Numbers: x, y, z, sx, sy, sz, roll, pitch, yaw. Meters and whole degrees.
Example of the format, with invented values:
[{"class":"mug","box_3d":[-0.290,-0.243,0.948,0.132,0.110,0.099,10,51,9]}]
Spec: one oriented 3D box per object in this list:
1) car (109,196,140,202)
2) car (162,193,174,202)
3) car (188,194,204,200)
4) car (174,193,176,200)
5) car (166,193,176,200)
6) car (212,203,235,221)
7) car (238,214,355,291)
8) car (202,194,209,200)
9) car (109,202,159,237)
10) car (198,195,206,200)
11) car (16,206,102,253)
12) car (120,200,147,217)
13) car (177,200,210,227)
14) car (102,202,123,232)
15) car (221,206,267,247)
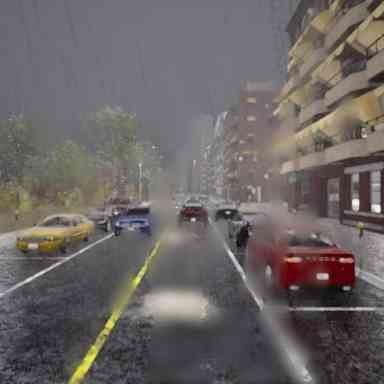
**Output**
[{"class":"car","box_3d":[-5.306,1.241,25.001,2.192,1.841,5.009,1,0,0]},{"class":"car","box_3d":[-5.311,1.360,68.771,1.887,1.381,4.507,1,0,0]},{"class":"car","box_3d":[0.097,1.353,36.303,1.801,1.575,5.366,0,0,0]},{"class":"car","box_3d":[-5.309,1.106,80.122,2.192,1.841,5.009,1,0,0]},{"class":"car","box_3d":[-5.309,1.094,85.799,2.192,1.841,5.009,1,0,0]},{"class":"car","box_3d":[2.571,1.490,25.758,1.947,1.339,4.313,1,0,0]},{"class":"car","box_3d":[2.572,1.518,8.776,1.887,1.381,4.507,1,0,0]},{"class":"car","box_3d":[2.569,1.364,69.575,2.008,1.369,4.403,1,0,0]},{"class":"car","box_3d":[-2.844,1.472,17.794,1.812,1.442,4.674,0,0,0]},{"class":"car","box_3d":[2.568,1.359,86.624,1.802,1.307,4.206,1,0,0]},{"class":"car","box_3d":[-5.308,1.484,13.523,1.752,1.417,4.829,1,0,0]},{"class":"car","box_3d":[-5.309,1.493,30.656,1.802,1.307,4.206,1,0,0]},{"class":"car","box_3d":[0.095,1.434,21.912,1.837,1.490,4.892,0,-1,0]},{"class":"car","box_3d":[-5.309,1.493,19.348,2.008,1.369,4.403,1,0,0]},{"class":"car","box_3d":[2.572,1.522,14.436,1.947,1.339,4.313,1,0,0]}]
